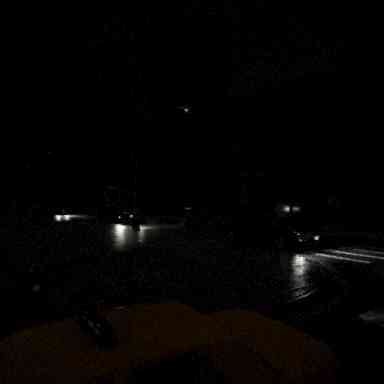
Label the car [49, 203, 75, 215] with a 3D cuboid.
[{"bbox_3d":[-17.793,2.275,44.565,2.128,1.511,4.902,1,-2,-35],"label":"car"}]

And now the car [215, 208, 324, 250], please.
[{"bbox_3d":[3.400,1.602,14.814,1.837,1.490,4.892,1,-2,-36],"label":"car"}]

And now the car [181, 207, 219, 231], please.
[{"bbox_3d":[1.153,1.763,23.082,1.882,1.535,5.008,2,-2,-36],"label":"car"}]

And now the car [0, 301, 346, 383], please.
[{"bbox_3d":[-0.888,1.525,2.156,4.829,1.417,1.752,0,1,-35],"label":"car"}]

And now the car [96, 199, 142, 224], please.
[{"bbox_3d":[-6.360,1.599,28.466,2.150,2.045,5.566,1,-2,-36],"label":"car"}]

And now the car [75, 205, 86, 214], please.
[{"bbox_3d":[-17.228,2.508,48.704,1.895,1.301,4.718,1,-2,-36],"label":"car"}]
